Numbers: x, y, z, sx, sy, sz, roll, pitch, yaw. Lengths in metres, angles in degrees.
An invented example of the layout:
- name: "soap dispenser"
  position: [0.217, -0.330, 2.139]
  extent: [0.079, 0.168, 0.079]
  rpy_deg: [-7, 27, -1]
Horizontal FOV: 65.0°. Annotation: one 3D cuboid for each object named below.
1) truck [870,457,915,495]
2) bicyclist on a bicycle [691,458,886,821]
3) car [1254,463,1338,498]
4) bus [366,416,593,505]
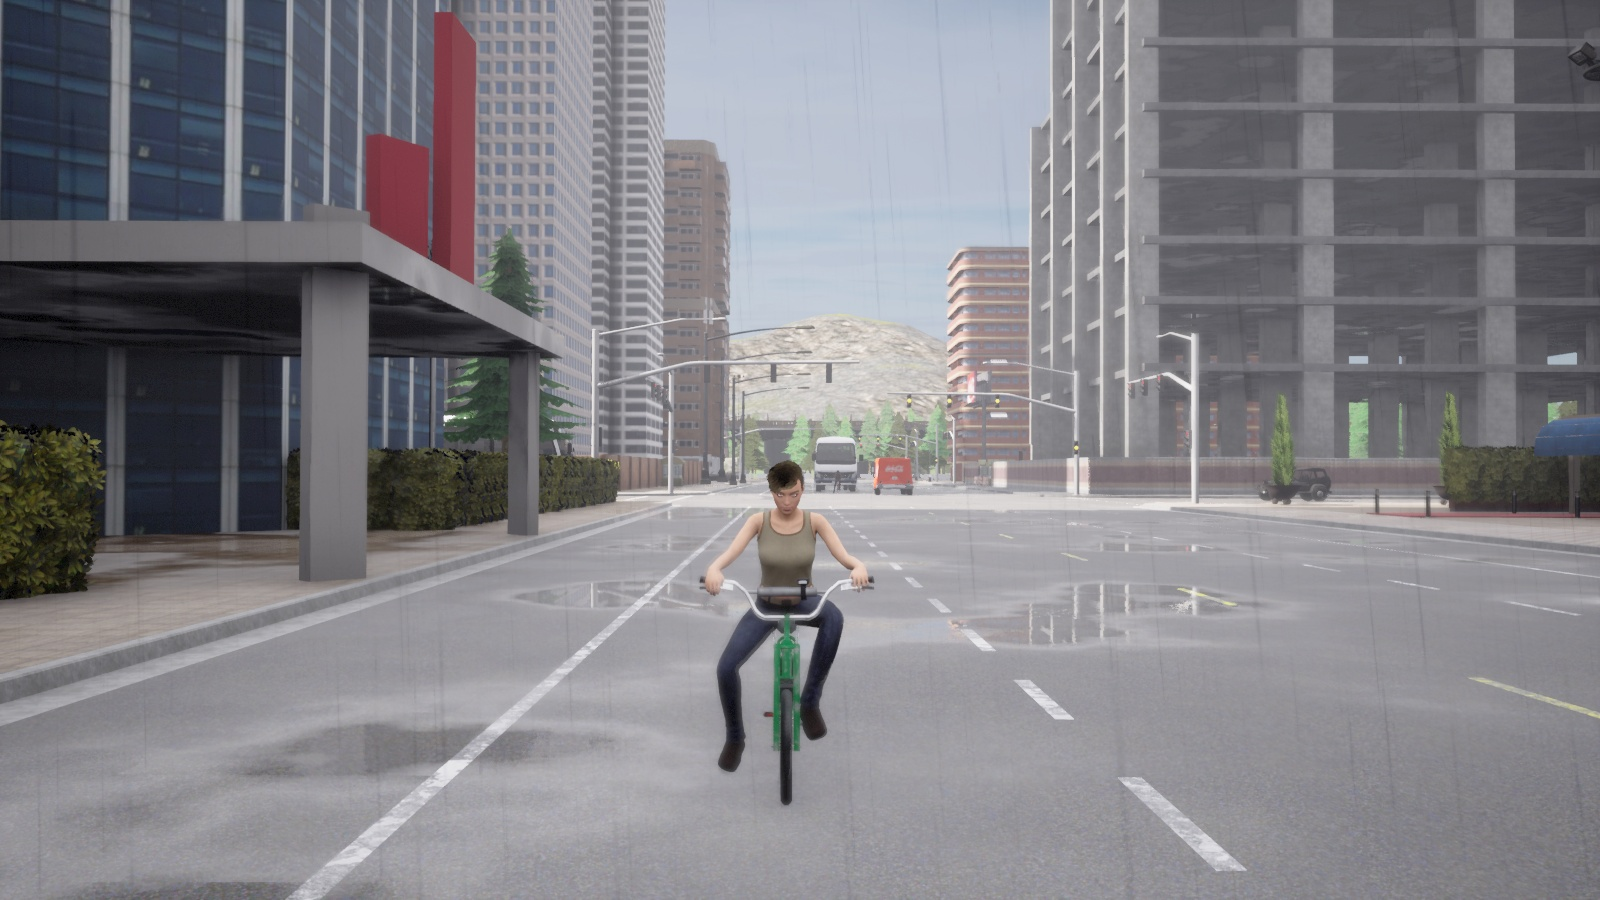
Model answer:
- name: "truck"
  position: [6.173, 1.717, 84.415]
  extent: [2.627, 2.467, 5.204]
  rpy_deg: [0, -1, 0]
- name: "bicyclist on a bicycle"
  position: [-0.061, 0.858, 6.372]
  extent: [0.866, 1.612, 1.509]
  rpy_deg: [0, -1, -1]
- name: "car"
  position: [27.429, 1.666, 69.556]
  extent: [3.866, 1.878, 1.905]
  rpy_deg: [0, -1, 0]
- name: "bus"
  position: [-15.772, 0.549, 62.540]
  extent: [10.273, 4.253, 3.944]
  rpy_deg: [0, -1, 0]
